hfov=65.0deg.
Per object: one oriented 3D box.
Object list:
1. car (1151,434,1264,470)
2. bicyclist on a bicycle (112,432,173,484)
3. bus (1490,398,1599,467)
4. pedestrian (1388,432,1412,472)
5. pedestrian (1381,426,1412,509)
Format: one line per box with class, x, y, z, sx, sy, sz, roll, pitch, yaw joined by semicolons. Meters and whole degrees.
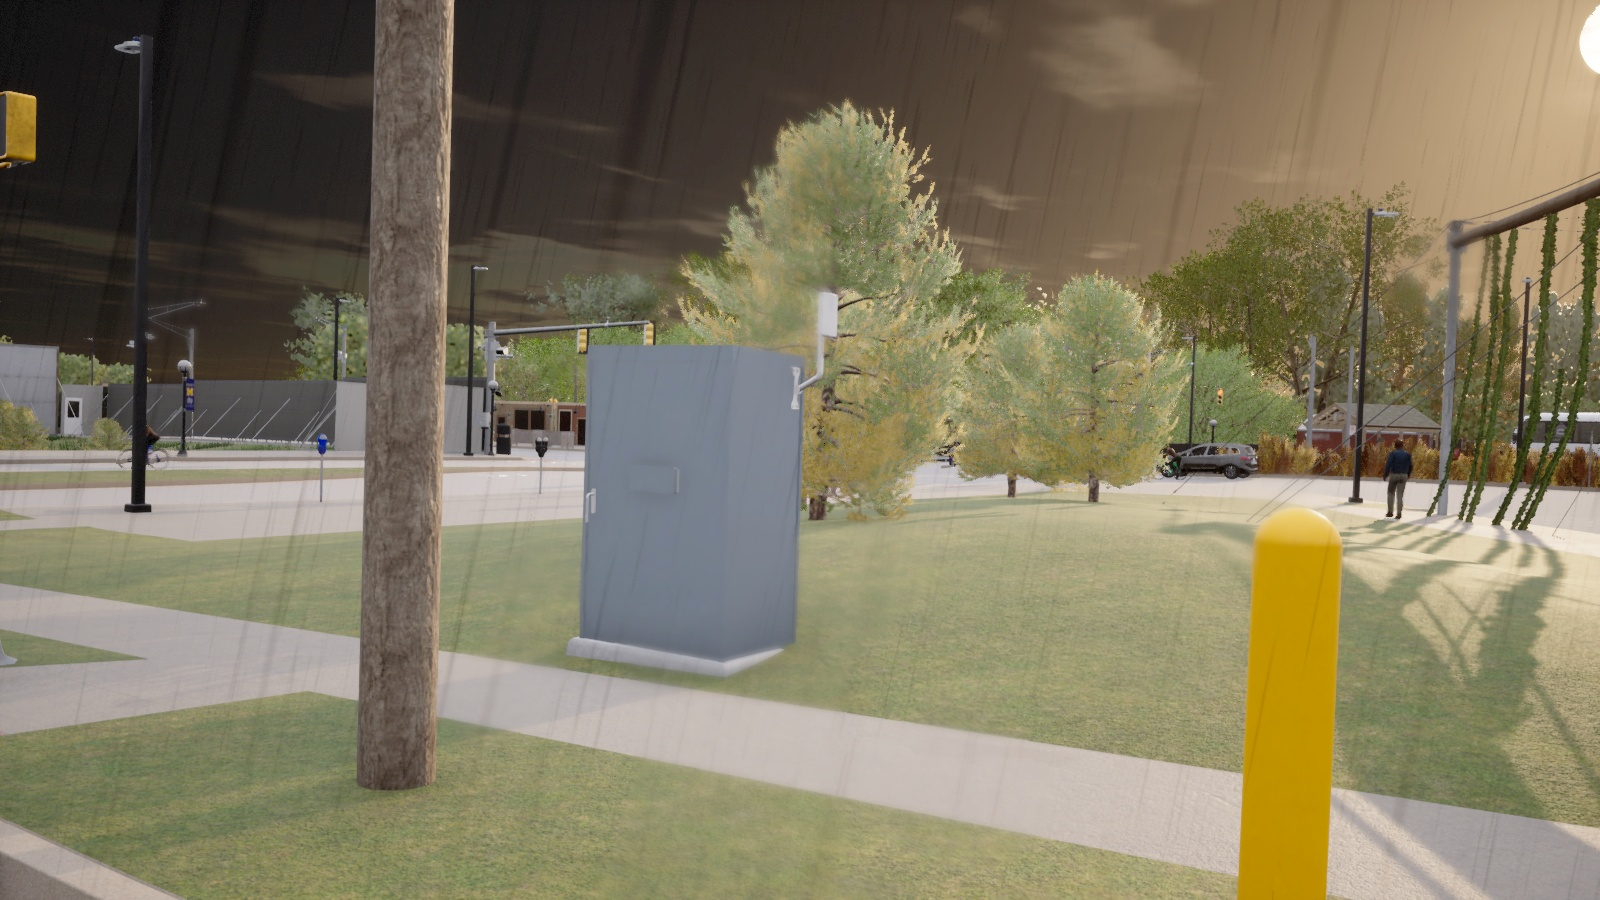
car;19.298;0.088;59.531;4.611;1.667;2.242;0;1;34
bicyclist on a bicycle;-20.972;0.236;40.073;0.582;1.620;1.656;1;2;34
bus;49.816;-1.135;79.272;10.273;4.253;3.944;2;2;41
pedestrian;28.901;0.107;60.500;0.849;1.883;0.563;2;2;41
pedestrian;13.448;0.383;28.324;0.370;1.835;0.726;1;2;8
